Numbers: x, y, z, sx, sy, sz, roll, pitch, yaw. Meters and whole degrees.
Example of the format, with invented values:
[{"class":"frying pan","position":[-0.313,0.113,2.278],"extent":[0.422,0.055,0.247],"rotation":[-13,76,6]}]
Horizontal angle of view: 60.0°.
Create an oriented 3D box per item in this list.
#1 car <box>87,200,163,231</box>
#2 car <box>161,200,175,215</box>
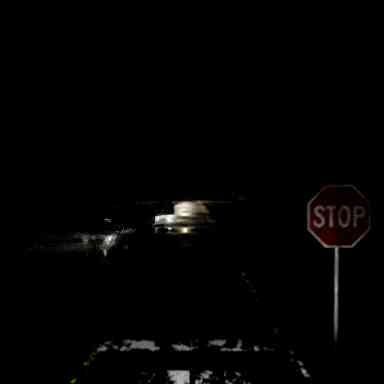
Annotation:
[{"class":"car","position":[-4.184,1.479,20.571],"extent":[1.882,1.535,5.008],"rotation":[3,2,28]},{"class":"car","position":[-2.712,1.514,32.860],"extent":[1.994,1.385,4.181],"rotation":[0,0,0]}]
